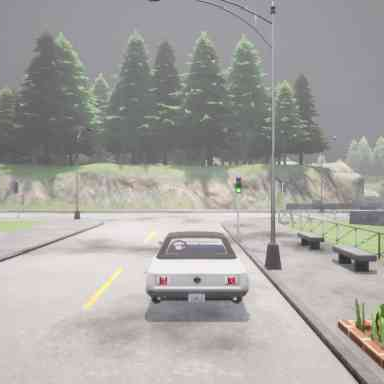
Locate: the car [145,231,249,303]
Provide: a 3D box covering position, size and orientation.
[{"bbox_3d":[0.095,1.601,8.165,1.895,1.301,4.718,0,0,0],"label":"car"}]
